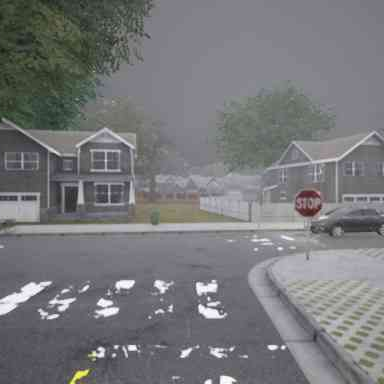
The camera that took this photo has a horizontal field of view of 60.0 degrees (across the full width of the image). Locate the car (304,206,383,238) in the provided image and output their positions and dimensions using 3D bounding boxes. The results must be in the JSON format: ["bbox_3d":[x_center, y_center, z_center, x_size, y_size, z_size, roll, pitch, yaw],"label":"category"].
[{"bbox_3d":[8.382,1.537,17.697,4.892,1.490,1.837,1,0,-14],"label":"car"}]
